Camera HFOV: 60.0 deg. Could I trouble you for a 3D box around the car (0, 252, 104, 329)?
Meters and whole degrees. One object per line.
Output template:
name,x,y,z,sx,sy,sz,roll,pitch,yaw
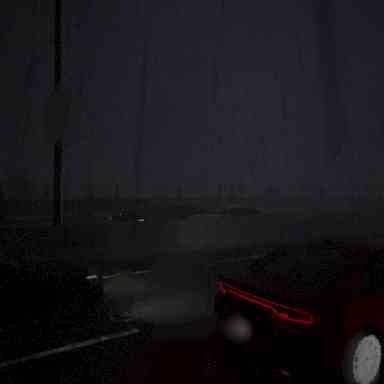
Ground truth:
car,-3.769,1.504,5.225,4.674,1.442,1.812,0,0,-35

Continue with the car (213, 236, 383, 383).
car,2.672,1.459,5.270,5.008,1.535,1.882,0,0,-32

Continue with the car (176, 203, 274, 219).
car,1.963,1.415,17.170,5.008,1.535,1.882,0,0,-28

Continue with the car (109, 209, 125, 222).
car,-3.046,1.408,22.368,4.902,1.511,2.128,0,0,-29

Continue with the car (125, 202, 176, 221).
car,-1.127,1.433,19.451,4.892,1.490,1.837,0,0,-29
